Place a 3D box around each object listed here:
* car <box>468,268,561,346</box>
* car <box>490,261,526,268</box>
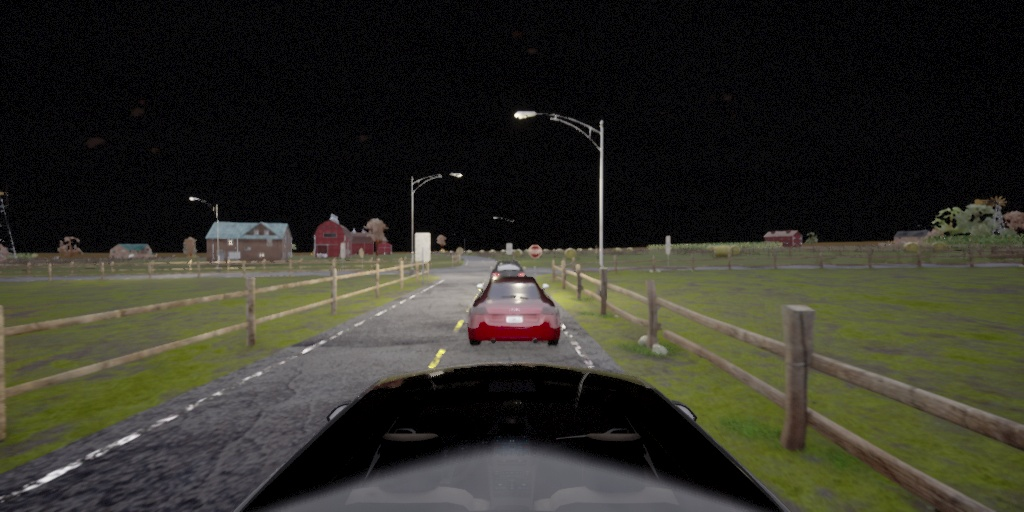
[{"bbox_3d":[0.025,1.183,9.061,1.994,1.385,4.181,0,1,-1],"label":"car"},{"bbox_3d":[-0.199,0.973,18.983,1.812,1.442,4.674,0,1,-2],"label":"car"}]
